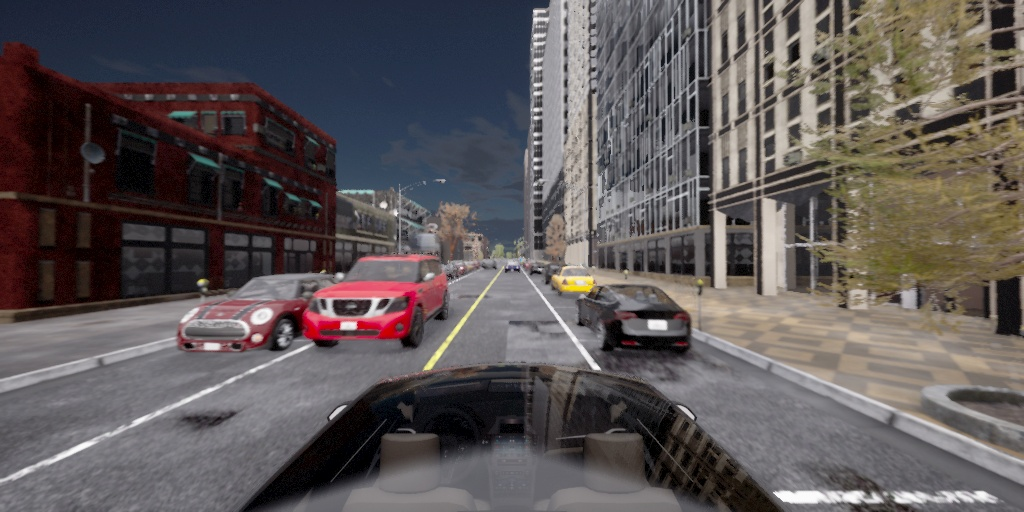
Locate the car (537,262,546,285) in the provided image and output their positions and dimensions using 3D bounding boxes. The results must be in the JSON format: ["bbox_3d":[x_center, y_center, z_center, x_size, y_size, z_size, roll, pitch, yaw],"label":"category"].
[{"bbox_3d":[3.139,1.251,25.994,1.837,1.490,4.892,0,0,0],"label":"car"}]

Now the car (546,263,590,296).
[{"bbox_3d":[3.145,1.205,19.183,1.801,1.575,5.366,0,0,0],"label":"car"}]

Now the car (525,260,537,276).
[{"bbox_3d":[2.649,1.311,36.954,1.948,1.339,4.313,0,0,0],"label":"car"}]

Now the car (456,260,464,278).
[{"bbox_3d":[-5.697,1.311,31.363,1.948,1.339,4.313,0,0,0],"label":"car"}]

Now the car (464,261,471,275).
[{"bbox_3d":[-5.699,1.185,37.007,1.967,1.591,4.097,0,0,0],"label":"car"}]

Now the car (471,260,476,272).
[{"bbox_3d":[-5.700,1.270,42.481,1.751,1.417,4.829,0,0,0],"label":"car"}]

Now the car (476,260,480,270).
[{"bbox_3d":[-5.701,1.327,48.295,1.802,1.307,4.207,0,0,0],"label":"car"}]

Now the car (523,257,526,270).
[{"bbox_3d":[2.646,1.185,48.242,1.967,1.591,4.097,0,0,0],"label":"car"}]

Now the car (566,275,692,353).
[{"bbox_3d":[2.690,1.315,8.733,1.948,1.339,4.313,0,0,0],"label":"car"}]

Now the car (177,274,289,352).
[{"bbox_3d":[-5.691,1.188,8.787,1.967,1.591,4.097,0,0,0],"label":"car"}]

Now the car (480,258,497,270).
[{"bbox_3d":[-3.087,1.222,51.088,1.882,1.535,5.008,0,0,0],"label":"car"}]

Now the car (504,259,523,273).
[{"bbox_3d":[0.054,1.346,43.662,1.895,1.301,4.718,0,0,0],"label":"car"}]

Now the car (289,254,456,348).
[{"bbox_3d":[-3.104,0.970,9.578,2.150,2.045,5.566,0,0,0],"label":"car"}]

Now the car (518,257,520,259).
[{"bbox_3d":[0.012,1.271,56.804,1.812,1.442,4.674,0,0,1],"label":"car"}]
